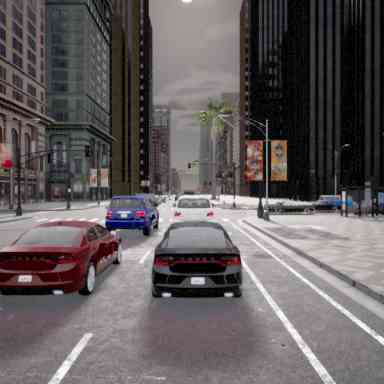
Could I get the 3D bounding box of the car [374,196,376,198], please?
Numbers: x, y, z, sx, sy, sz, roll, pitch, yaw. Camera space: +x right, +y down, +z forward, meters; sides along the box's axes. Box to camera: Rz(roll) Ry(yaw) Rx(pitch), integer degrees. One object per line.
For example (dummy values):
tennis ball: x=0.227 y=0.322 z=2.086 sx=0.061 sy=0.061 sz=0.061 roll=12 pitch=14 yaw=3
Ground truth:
car: x=23.993 y=1.196 z=37.094 sx=5.566 sy=2.045 sz=2.150 roll=0 pitch=0 yaw=0

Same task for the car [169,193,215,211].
car: x=0.097 y=1.221 z=18.533 sx=2.150 sy=2.045 sz=5.566 roll=0 pitch=0 yaw=0

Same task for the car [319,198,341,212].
car: x=14.235 y=1.582 z=37.093 sx=4.718 sy=1.301 sz=1.895 roll=0 pitch=0 yaw=0

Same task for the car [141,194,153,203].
car: x=-9.770 y=1.357 z=72.739 sx=2.097 sy=1.767 sz=4.553 roll=0 pitch=0 yaw=0

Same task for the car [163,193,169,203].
car: x=-6.519 y=1.527 z=69.218 sx=2.128 sy=1.511 sz=4.902 roll=0 pitch=0 yaw=0

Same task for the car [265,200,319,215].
car: x=9.929 y=1.595 z=33.882 sx=4.718 sy=1.301 sz=1.895 roll=0 pitch=0 yaw=1

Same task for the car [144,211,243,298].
car: x=0.096 y=1.477 z=8.573 sx=1.882 sy=1.535 sz=5.008 roll=0 pitch=0 yaw=0

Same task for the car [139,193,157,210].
car: x=-5.930 y=1.220 z=44.553 sx=2.150 sy=2.045 sz=5.566 roll=0 pitch=0 yaw=-10

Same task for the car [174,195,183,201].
car: x=-3.272 y=1.494 z=81.605 sx=1.837 sy=1.490 sz=4.892 roll=0 pitch=0 yaw=0

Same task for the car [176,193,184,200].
car: x=-3.274 y=1.191 z=91.995 sx=2.097 sy=1.767 sz=4.553 roll=0 pitch=0 yaw=0

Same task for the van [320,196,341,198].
van: x=17.055 y=1.313 z=39.756 sx=3.998 sy=1.788 sz=1.690 roll=0 pitch=0 yaw=0

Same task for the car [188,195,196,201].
car: x=-0.022 y=1.503 z=83.199 sx=1.837 sy=1.490 sz=4.892 roll=0 pitch=0 yaw=0

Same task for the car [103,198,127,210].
car: x=-10.272 y=1.526 z=44.762 sx=1.812 sy=1.442 sz=4.674 roll=0 pitch=0 yaw=6

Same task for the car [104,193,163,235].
car: x=-3.184 y=1.221 z=18.592 sx=2.150 sy=2.045 sz=5.566 roll=0 pitch=0 yaw=2

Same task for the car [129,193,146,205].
car: x=-9.836 y=1.223 z=60.626 sx=2.150 sy=2.045 sz=5.566 roll=0 pitch=0 yaw=0

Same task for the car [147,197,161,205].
car: x=-6.597 y=1.601 z=57.933 sx=1.895 sy=1.301 sz=4.718 roll=0 pitch=0 yaw=0

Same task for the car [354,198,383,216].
car: x=17.062 y=1.547 z=31.232 sx=4.403 sy=1.369 sz=2.008 roll=0 pitch=0 yaw=0

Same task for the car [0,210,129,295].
car: x=-3.152 y=1.477 z=8.727 sx=1.882 sy=1.535 sz=5.008 roll=0 pitch=0 yaw=0
